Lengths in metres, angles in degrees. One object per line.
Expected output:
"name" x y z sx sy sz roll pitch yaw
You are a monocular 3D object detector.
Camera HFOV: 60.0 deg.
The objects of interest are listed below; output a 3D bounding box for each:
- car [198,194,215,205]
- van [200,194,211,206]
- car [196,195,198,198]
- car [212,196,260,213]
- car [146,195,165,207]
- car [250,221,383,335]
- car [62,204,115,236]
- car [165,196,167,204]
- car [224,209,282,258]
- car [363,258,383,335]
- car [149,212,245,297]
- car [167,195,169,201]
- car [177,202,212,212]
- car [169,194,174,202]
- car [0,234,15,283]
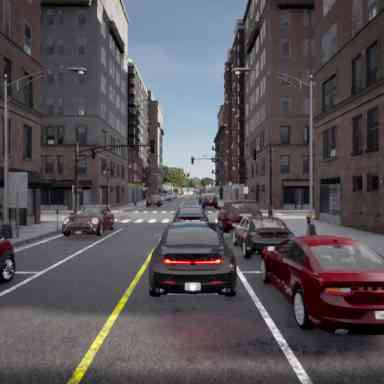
"car" 2.399 1.308 45.188 2.192 1.841 5.009 0 0 0
"van" 2.316 1.332 56.196 1.690 1.788 3.998 0 0 0
"car" 2.274 1.305 61.699 2.192 1.841 5.009 0 0 0
"car" 2.519 1.313 18.133 2.192 1.841 5.009 0 0 0
"car" -5.757 1.307 50.636 2.192 1.841 5.009 0 0 0
"car" 2.595 1.544 6.768 1.887 1.381 4.507 0 0 0
"car" -5.506 1.438 18.078 1.967 1.590 4.097 0 0 0
"car" -5.792 1.557 56.140 1.947 1.339 4.313 0 0 0
"car" 2.557 1.549 12.451 2.008 1.369 4.403 0 0 0
"car" 2.634 1.440 1.086 1.967 1.590 4.097 0 0 0
"car" 0.014 1.504 8.589 1.837 1.490 4.892 0 0 0
"car" -5.827 1.541 61.644 2.008 1.369 4.403 0 0 0
"car" -0.057 1.503 18.006 1.837 1.490 4.892 0 0 0
"car" -5.932 1.531 78.155 1.887 1.381 4.507 0 0 0
"car" -5.429 1.439 6.714 1.967 1.590 4.097 0 0 0
